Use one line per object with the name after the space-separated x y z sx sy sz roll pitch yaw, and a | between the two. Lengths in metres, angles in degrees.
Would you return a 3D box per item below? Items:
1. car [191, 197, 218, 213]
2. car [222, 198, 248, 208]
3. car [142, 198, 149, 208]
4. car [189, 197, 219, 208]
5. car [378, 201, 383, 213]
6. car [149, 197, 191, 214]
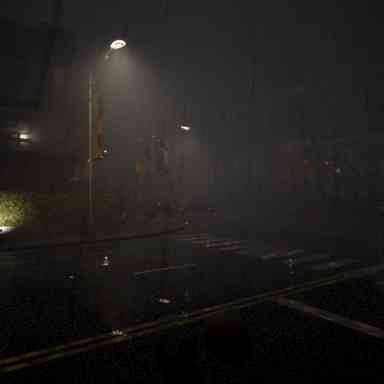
0.688 1.564 36.683 1.994 1.385 4.181 0 0 -35 | car
6.315 1.564 49.084 1.994 1.385 4.181 0 0 -35 | car
-5.113 1.492 45.110 2.128 1.511 4.902 0 0 -34 | car
1.760 1.478 49.498 1.882 1.535 5.008 0 0 -35 | car
21.304 1.221 32.426 5.566 2.045 2.150 0 1 10 | car
-2.397 1.526 34.987 1.812 1.442 4.674 0 0 -35 | car
